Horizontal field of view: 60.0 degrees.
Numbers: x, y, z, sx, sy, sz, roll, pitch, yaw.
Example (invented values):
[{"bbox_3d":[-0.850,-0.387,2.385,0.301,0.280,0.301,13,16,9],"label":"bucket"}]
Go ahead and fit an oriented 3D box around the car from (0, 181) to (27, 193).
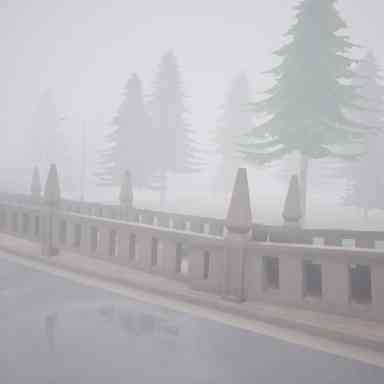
[{"bbox_3d":[-21.246,-0.473,37.409,1.882,1.535,5.008,4,3,37],"label":"car"}]
